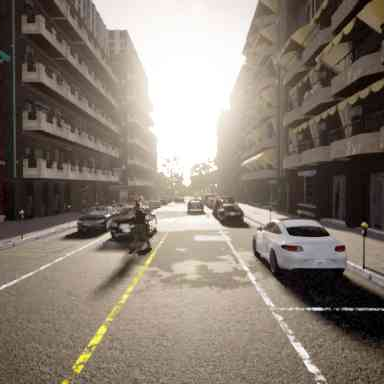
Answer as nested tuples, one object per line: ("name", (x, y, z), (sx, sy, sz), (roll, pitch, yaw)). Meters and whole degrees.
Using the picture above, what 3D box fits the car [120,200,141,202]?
("car", (-5.484, 1.540, 25.567), (2.008, 1.369, 4.403), (-1, 0, 1))

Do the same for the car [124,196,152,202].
("car", (-5.441, 1.302, 31.091), (2.192, 1.841, 5.009), (-1, 0, 1))

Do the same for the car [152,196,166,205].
("car", (-5.293, 1.530, 47.663), (2.008, 1.369, 4.403), (-1, 0, 1))

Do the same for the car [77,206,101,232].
("car", (-5.532, 1.542, 20.045), (2.008, 1.369, 4.403), (-1, 0, 1))

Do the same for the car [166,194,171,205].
("car", (-5.198, 1.519, 58.711), (1.887, 1.381, 4.507), (-1, 0, 1))

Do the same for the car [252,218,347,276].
("car", (3.088, 1.522, 10.253), (1.812, 1.442, 4.674), (0, 0, 0))

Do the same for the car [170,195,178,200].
("car", (-4.914, 1.479, 91.686), (1.752, 1.417, 4.829), (-1, 0, 1))

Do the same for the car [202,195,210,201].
("car", (3.372, 1.506, 80.784), (1.887, 1.381, 4.507), (-1, 0, 1))

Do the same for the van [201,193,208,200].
("van", (3.463, 1.295, 91.832), (1.690, 1.788, 3.998), (-1, 0, 1))

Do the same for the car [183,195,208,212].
("car", (0.426, 1.473, 38.585), (2.128, 1.511, 4.902), (0, 0, 0))

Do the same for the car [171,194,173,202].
("car", (-5.153, 1.497, 64.066), (1.752, 1.417, 4.829), (-1, 0, 1))

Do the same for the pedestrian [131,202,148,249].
("pedestrian", (-2.058, 1.288, 13.115), (0.375, 1.860, 0.375), (-1, 1, 1))

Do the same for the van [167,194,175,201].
("van", (-5.011, 1.303, 80.808), (1.690, 1.788, 3.998), (-1, 0, 1))

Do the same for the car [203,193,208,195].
("car", (3.177, 1.289, 58.687), (2.192, 1.841, 5.009), (-1, 0, 1))

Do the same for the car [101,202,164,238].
("car", (-2.948, 1.483, 17.585), (2.128, 1.511, 4.902), (0, 0, 0))

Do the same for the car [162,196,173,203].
("car", (-5.102, 1.534, 69.759), (1.947, 1.339, 4.313), (-1, 0, 1))

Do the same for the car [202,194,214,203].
("car", (3.273, 1.283, 69.736), (2.192, 1.841, 5.009), (-1, 0, 1))

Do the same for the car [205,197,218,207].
("car", (3.134, 1.559, 53.164), (1.802, 1.307, 4.206), (-1, 0, 1))

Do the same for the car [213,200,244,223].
("car", (2.896, 1.555, 25.543), (1.947, 1.339, 4.313), (-1, 0, 1))

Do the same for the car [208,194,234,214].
("car", (2.939, 1.302, 31.067), (2.192, 1.841, 5.009), (-1, 0, 1))

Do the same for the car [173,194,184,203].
("car", (-2.435, 1.571, 67.163), (1.895, 1.301, 4.718), (0, 0, 1))
